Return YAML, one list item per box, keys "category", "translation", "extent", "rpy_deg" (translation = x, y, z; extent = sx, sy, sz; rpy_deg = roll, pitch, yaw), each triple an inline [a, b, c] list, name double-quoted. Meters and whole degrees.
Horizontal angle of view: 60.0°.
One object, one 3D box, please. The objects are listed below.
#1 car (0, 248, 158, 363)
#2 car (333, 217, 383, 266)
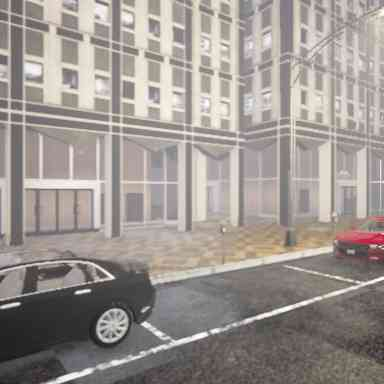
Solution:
- category: "car"
  translation: [-2.614, 1.551, 4.692]
  extent: [4.403, 1.369, 2.008]
  rpy_deg: [0, 0, -35]
- category: "car"
  translation: [6.586, 1.539, 11.248]
  extent: [4.507, 1.381, 1.887]
  rpy_deg: [0, 0, -35]
